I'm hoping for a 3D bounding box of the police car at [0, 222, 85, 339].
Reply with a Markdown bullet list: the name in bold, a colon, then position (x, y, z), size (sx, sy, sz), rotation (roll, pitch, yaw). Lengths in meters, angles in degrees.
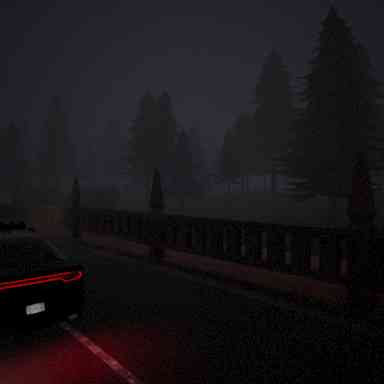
- **police car**: position (-3.937, 1.425, 6.558), size (1.930, 1.638, 5.238), rotation (0, 0, -43)
